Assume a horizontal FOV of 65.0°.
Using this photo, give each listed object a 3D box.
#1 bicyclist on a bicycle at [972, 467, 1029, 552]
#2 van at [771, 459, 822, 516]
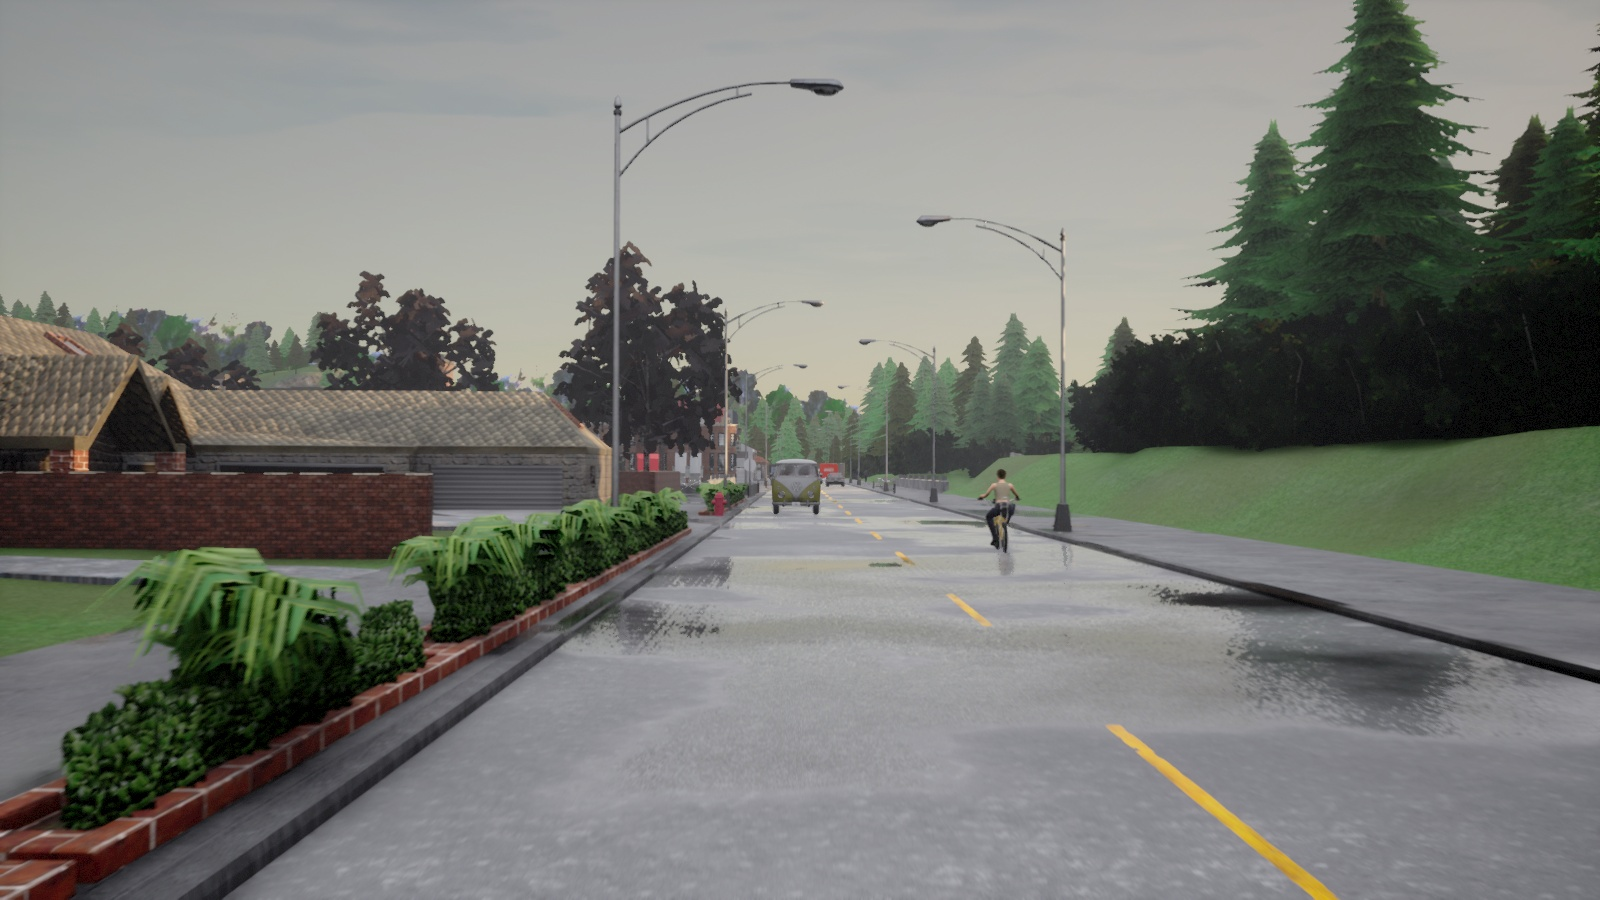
[{"bbox_3d":[3.935,1.150,24.745,0.866,1.612,1.509,0,-1,0],"label":"bicyclist on a bicycle"},{"bbox_3d":[-0.129,1.338,46.030,1.775,1.987,4.442,0,-1,0],"label":"van"}]
